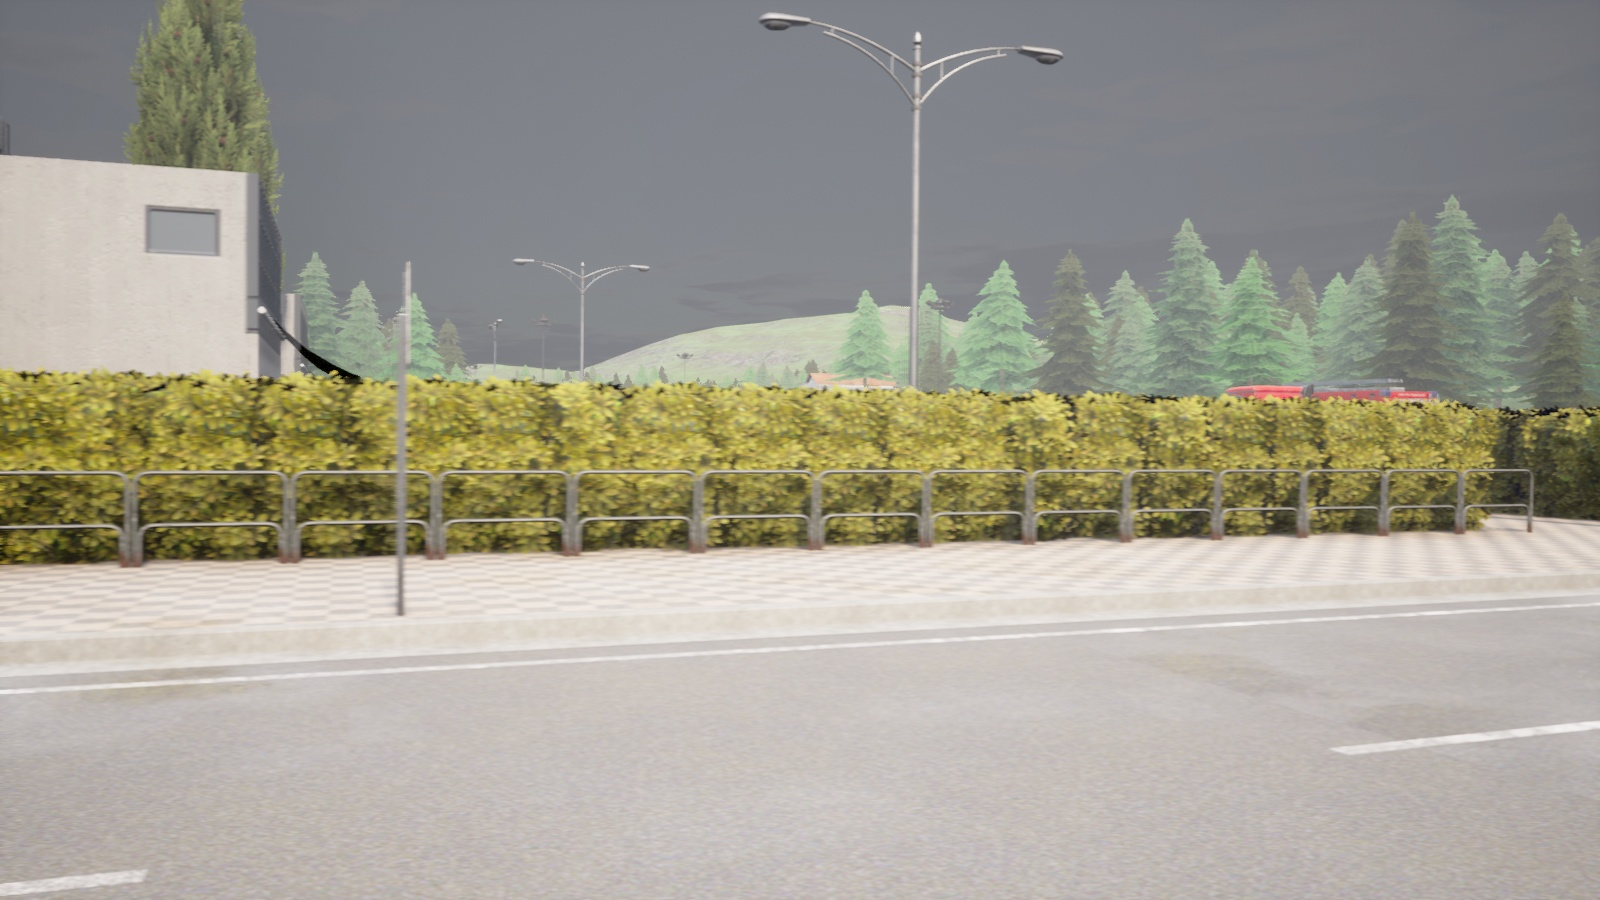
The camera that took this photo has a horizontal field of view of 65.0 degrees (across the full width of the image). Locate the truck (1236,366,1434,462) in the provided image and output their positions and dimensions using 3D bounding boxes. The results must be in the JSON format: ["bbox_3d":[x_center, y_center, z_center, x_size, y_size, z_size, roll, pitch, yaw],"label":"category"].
[{"bbox_3d":[22.853,-1.497,54.287,2.891,3.827,8.468,-1,1,-20],"label":"truck"}]

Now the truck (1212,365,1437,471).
[{"bbox_3d":[18.650,-1.123,45.335,2.891,3.462,7.936,-1,1,-20],"label":"truck"}]
